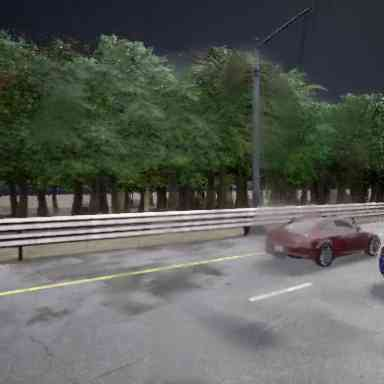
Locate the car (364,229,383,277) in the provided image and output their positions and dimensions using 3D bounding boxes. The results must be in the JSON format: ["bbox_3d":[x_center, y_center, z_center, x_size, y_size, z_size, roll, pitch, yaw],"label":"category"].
[{"bbox_3d":[6.500,1.506,8.392,4.674,1.442,1.812,0,0,-36],"label":"car"}]

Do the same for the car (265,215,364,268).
[{"bbox_3d":[4.467,1.506,11.243,4.674,1.442,1.812,0,0,-36],"label":"car"}]
